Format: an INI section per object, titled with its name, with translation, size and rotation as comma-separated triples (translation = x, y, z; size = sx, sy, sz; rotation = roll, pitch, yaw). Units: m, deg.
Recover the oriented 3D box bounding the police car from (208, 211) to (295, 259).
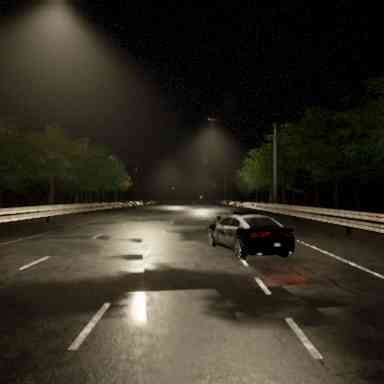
[police car]
translation = 2.105, 1.580, 13.463
size = 1.930, 1.638, 5.238
rotation = 0, -1, -16
